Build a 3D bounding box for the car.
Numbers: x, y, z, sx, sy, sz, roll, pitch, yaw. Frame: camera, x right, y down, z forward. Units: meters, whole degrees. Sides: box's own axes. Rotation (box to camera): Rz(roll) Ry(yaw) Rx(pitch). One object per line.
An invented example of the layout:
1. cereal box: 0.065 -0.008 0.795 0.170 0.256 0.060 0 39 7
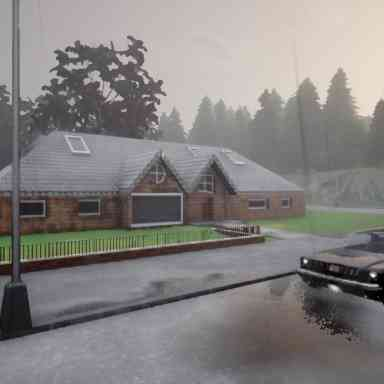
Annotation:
1. car: 4.634 1.601 7.904 4.718 1.301 1.895 0 0 -35
